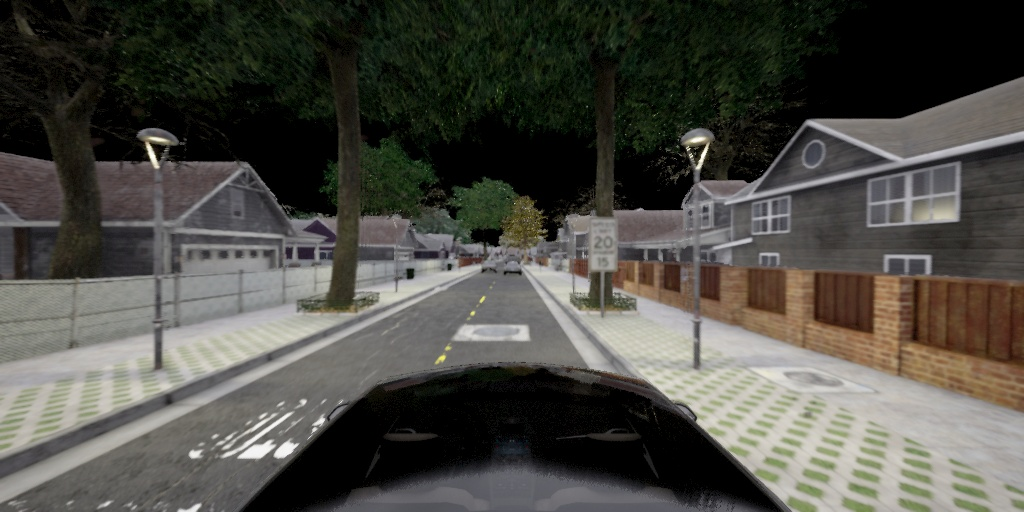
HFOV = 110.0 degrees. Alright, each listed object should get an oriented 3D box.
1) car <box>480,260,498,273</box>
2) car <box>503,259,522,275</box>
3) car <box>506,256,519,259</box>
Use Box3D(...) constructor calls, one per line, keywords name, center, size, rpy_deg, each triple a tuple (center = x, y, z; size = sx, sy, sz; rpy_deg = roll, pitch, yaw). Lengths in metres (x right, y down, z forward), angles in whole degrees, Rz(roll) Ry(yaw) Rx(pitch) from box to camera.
Box3D(name="car", center=(-2.667, 1.243, 42.966), size=(1.837, 1.490, 4.892), rpy_deg=(0, 0, 0))
Box3D(name="car", center=(0.074, 1.301, 38.363), size=(1.994, 1.385, 4.181), rpy_deg=(0, 0, 0))
Box3D(name="car", center=(0.101, 0.966, 48.917), size=(2.150, 2.045, 5.566), rpy_deg=(0, 0, 0))
